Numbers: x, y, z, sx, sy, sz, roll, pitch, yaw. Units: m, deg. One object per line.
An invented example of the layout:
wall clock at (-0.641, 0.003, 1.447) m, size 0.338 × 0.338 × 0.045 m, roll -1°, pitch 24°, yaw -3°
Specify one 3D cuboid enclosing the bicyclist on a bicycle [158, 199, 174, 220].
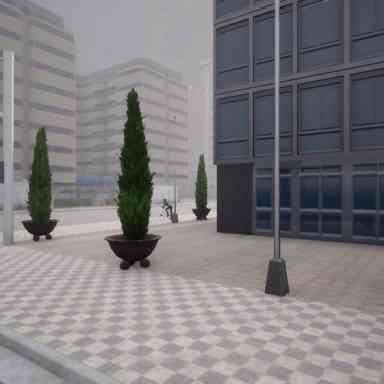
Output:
bicyclist on a bicycle at (-1.999, 1.356, 25.879) m, size 1.656 × 1.620 × 0.582 m, roll 0°, pitch 0°, yaw 35°
